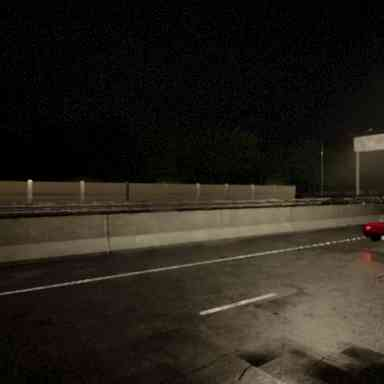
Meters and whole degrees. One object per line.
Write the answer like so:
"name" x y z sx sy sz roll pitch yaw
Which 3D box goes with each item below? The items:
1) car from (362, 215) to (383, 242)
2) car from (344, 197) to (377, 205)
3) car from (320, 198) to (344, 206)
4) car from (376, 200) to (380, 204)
"car" 9.820 1.613 15.113 4.718 1.301 1.895 0 0 -36
"car" 21.174 1.384 40.832 4.553 1.767 2.097 0 0 -36
"car" 18.656 1.510 43.329 5.008 1.535 1.882 0 0 -36
"car" 23.487 1.597 38.187 4.181 1.385 1.994 0 0 -36
